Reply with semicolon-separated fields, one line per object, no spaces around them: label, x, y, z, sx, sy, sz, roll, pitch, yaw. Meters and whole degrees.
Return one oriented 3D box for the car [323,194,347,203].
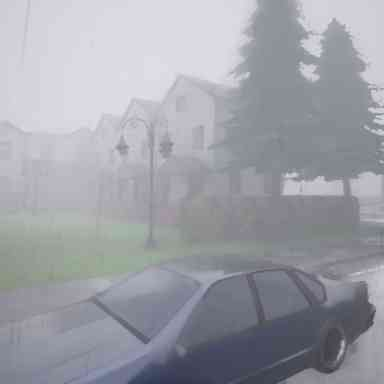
car;32.254;1.432;74.933;1.932;1.855;4.605;0;0;-36

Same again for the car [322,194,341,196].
car;30.142;1.398;72.896;1.905;1.878;3.866;0;0;-36

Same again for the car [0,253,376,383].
car;0.179;1.560;4.112;5.357;1.411;2.033;0;0;-36

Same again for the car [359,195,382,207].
car;27.423;1.341;49.473;1.932;1.855;4.605;0;0;-36
